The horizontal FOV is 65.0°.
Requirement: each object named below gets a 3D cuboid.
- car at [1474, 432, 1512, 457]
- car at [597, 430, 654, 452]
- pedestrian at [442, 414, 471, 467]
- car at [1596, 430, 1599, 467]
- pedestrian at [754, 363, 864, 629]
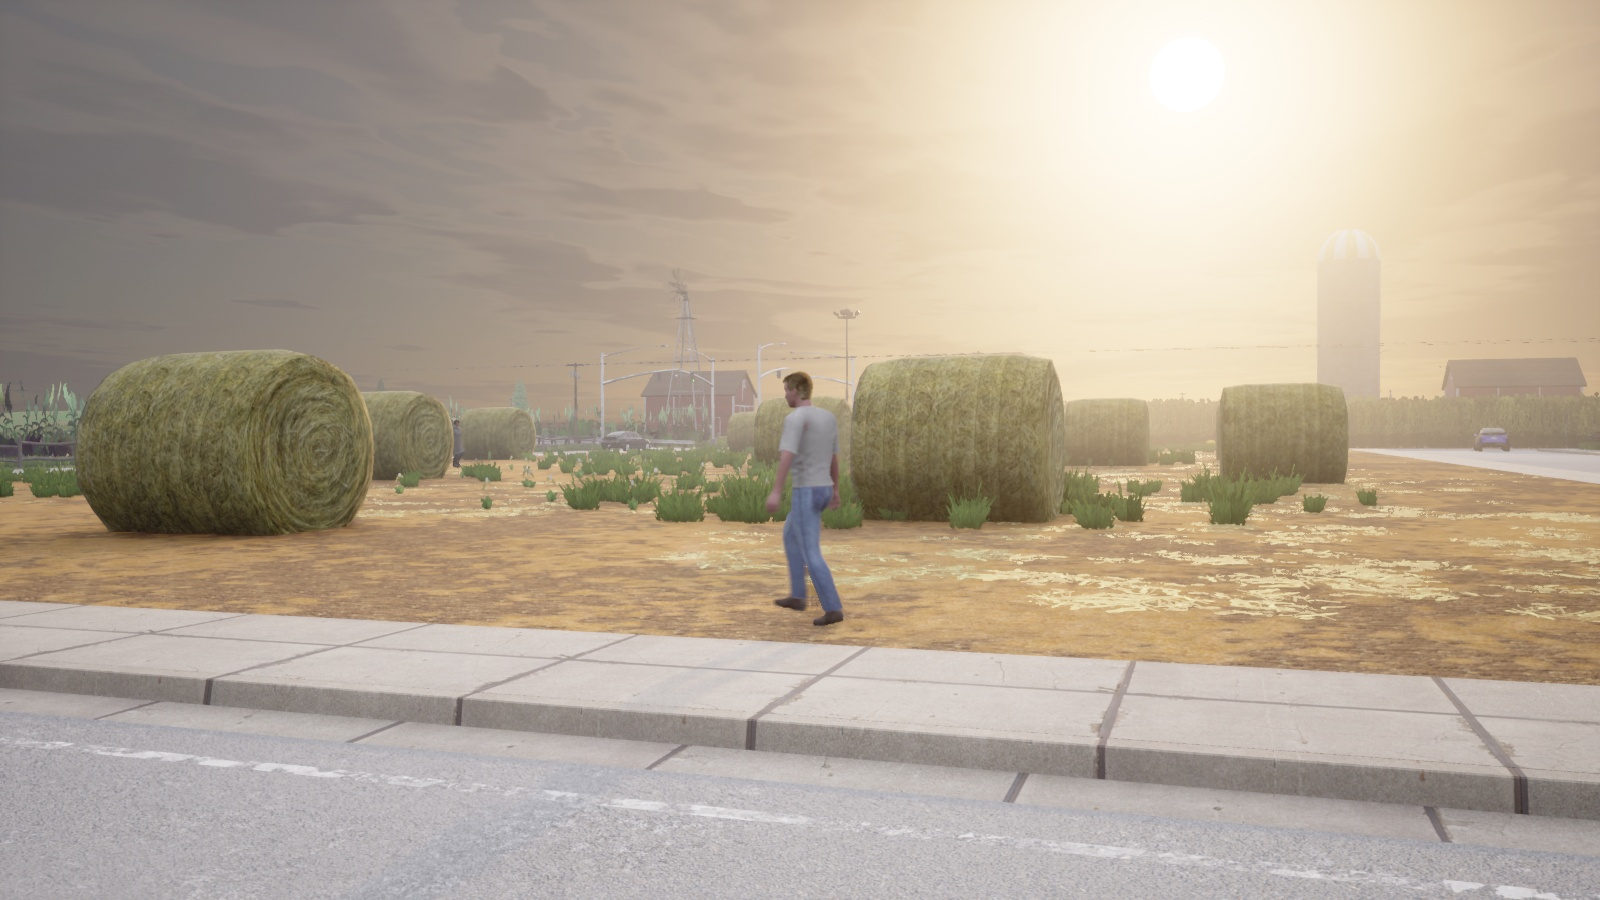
[{"bbox_3d":[44.642,-0.381,80.965,2.007,1.525,4.514,0,1,27],"label":"car"},{"bbox_3d":[-12.362,-0.680,89.347,1.837,1.490,4.892,1,1,21],"label":"car"},{"bbox_3d":[-12.910,-0.354,47.186,0.873,1.952,0.659,1,1,33],"label":"pedestrian"},{"bbox_3d":[35.499,-0.024,53.387,1.851,1.617,3.988,1,1,18],"label":"car"},{"bbox_3d":[0.062,0.315,9.023,0.706,1.836,0.354,1,1,37],"label":"pedestrian"}]
